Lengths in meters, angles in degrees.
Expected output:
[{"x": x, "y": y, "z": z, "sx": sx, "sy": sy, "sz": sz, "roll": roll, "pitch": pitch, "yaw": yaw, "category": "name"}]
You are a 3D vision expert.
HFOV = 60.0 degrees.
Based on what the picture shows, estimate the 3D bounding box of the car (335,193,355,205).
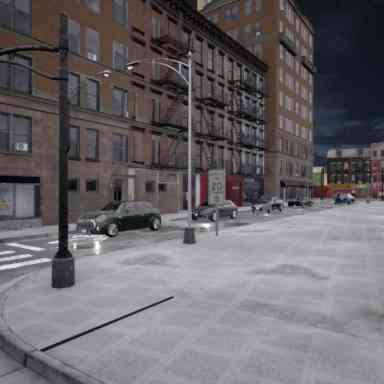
[{"x": 22.839, "y": 0.957, "z": 49.561, "sx": 2.097, "sy": 1.767, "sz": 4.553, "roll": 0, "pitch": 1, "yaw": 36, "category": "car"}]

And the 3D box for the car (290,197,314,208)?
[{"x": 13.396, "y": 1.268, "z": 40.970, "sx": 1.895, "sy": 1.301, "sz": 4.718, "roll": 0, "pitch": 1, "yaw": 36, "category": "car"}]

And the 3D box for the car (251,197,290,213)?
[{"x": 7.525, "y": 1.223, "z": 32.869, "sx": 2.128, "sy": 1.511, "sz": 4.902, "roll": 0, "pitch": 1, "yaw": 36, "category": "car"}]

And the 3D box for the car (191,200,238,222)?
[{"x": 1.706, "y": 1.304, "z": 24.781, "sx": 1.837, "sy": 1.490, "sz": 4.892, "roll": 0, "pitch": 1, "yaw": 36, "category": "car"}]

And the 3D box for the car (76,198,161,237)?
[{"x": -3.699, "y": 1.218, "z": 17.308, "sx": 2.097, "sy": 1.767, "sz": 4.553, "roll": 0, "pitch": 1, "yaw": 37, "category": "car"}]
